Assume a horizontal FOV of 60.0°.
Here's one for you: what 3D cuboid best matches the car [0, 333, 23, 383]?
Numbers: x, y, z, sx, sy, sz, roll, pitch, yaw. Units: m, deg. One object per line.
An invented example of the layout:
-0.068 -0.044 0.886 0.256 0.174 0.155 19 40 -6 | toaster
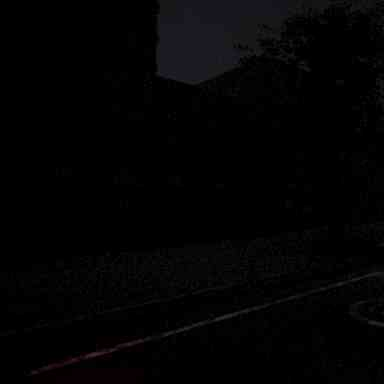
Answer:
-3.270 1.524 1.352 4.674 1.442 1.812 0 0 -36 | car
